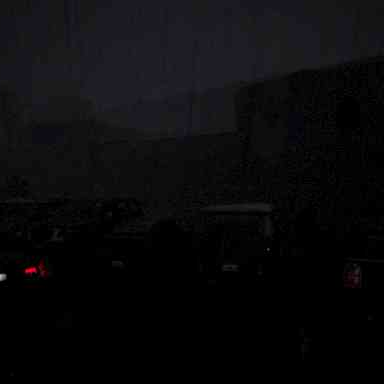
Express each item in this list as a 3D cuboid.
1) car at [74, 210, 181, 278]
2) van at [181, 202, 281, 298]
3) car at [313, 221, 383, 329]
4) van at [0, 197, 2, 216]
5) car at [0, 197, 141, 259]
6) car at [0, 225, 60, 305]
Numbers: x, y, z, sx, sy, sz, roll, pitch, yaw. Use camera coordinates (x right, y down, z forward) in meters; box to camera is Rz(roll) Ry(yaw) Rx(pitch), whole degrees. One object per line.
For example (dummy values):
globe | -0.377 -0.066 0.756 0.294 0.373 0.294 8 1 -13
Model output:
car | -1.133 1.488 10.283 2.231 1.521 4.892 0 -1 15
van | 1.328 1.264 8.672 1.878 1.987 4.442 0 -1 15
car | 3.719 1.363 6.796 2.185 1.767 4.553 0 -1 15
van | -6.012 1.258 13.641 1.878 1.987 4.442 1 -1 16
car | -3.559 1.235 11.994 2.435 2.045 5.566 1 -1 15
car | -5.407 1.545 7.234 5.357 1.411 2.033 0 0 35
